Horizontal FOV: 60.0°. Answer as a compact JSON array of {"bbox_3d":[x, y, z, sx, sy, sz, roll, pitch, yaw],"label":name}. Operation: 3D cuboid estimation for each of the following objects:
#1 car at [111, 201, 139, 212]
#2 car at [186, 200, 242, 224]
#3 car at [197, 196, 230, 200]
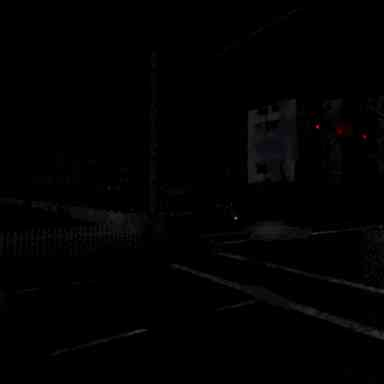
[{"bbox_3d":[-8.132,1.724,40.504,1.895,1.301,4.718,0,0,-34],"label":"car"},{"bbox_3d":[1.768,1.610,25.782,2.128,1.511,4.902,0,0,-34],"label":"car"},{"bbox_3d":[1.631,1.367,32.630,2.150,2.045,5.566,0,0,-34],"label":"car"}]
